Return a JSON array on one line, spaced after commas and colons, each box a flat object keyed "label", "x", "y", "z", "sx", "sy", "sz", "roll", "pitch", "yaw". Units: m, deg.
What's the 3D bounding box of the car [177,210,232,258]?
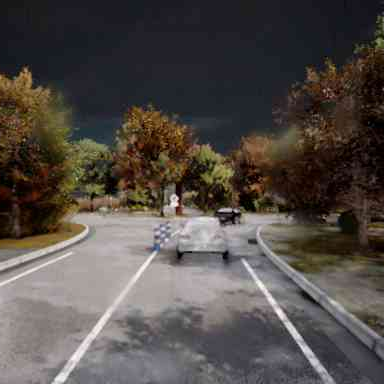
[{"label": "car", "x": 0.448, "y": 1.666, "z": 13.220, "sx": 1.812, "sy": 1.442, "sz": 4.674, "roll": 0, "pitch": -1, "yaw": 3}]

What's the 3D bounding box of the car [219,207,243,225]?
[{"label": "car", "x": 3.394, "y": 2.147, "z": 30.603, "sx": 1.882, "sy": 1.535, "sz": 5.008, "roll": -1, "pitch": -2, "yaw": 18}]
